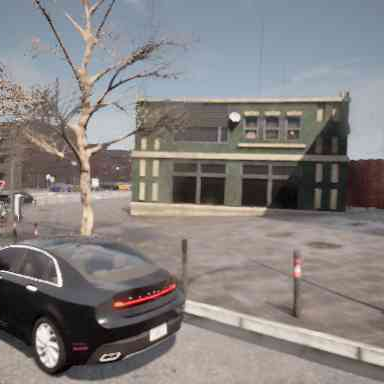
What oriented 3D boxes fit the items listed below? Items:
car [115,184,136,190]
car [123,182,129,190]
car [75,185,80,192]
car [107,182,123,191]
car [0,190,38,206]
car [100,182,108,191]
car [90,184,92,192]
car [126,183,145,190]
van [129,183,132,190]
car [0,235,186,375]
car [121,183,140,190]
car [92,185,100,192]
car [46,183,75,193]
[{"bbox_3d":[-17.284,-1.289,86.513,5.008,1.535,2.097,3,2,19],"label":"car"},{"bbox_3d":[-18.904,-1.146,81.240,5.366,1.575,1.946,3,2,19],"label":"car"},{"bbox_3d":[-24.485,-0.752,65.666,5.008,1.535,2.097,3,2,19],"label":"car"},{"bbox_3d":[-19.998,-1.333,78.694,5.566,2.045,2.435,3,2,19],"label":"car"},{"bbox_3d":[-16.786,0.598,32.109,1.837,1.490,4.892,1,2,3],"label":"car"},{"bbox_3d":[-21.785,-0.942,73.487,4.892,1.521,2.231,3,2,19],"label":"car"},{"bbox_3d":[-23.580,-0.775,68.269,4.674,1.452,2.002,3,2,19],"label":"car"},{"bbox_3d":[-15.504,-1.550,91.727,4.553,1.767,2.185,3,2,19],"label":"car"},{"bbox_3d":[-18.061,-1.440,83.859,4.442,1.987,1.878,3,2,19],"label":"van"},{"bbox_3d":[-2.345,1.500,5.667,4.892,1.490,1.837,0,0,38],"label":"car"},{"bbox_3d":[-16.404,-1.483,89.122,4.553,1.767,2.185,3,2,19],"label":"car"},{"bbox_3d":[-22.647,-1.002,70.860,4.553,1.767,2.185,3,2,19],"label":"car"},{"bbox_3d":[-25.348,-0.818,63.039,4.553,1.767,2.185,3,2,19],"label":"car"}]
